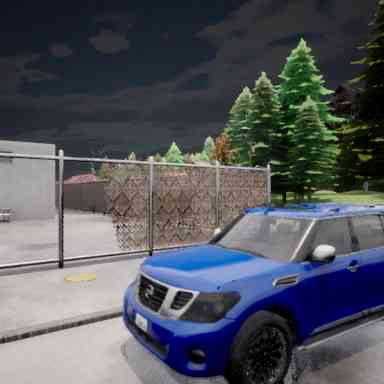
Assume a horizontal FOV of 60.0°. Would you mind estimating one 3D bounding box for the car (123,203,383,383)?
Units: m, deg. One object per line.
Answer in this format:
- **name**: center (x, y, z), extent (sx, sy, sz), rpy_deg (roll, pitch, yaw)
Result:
- **car**: center (1.737, 1.224, 5.460), extent (5.566, 2.045, 2.150), rpy_deg (0, 0, -32)
